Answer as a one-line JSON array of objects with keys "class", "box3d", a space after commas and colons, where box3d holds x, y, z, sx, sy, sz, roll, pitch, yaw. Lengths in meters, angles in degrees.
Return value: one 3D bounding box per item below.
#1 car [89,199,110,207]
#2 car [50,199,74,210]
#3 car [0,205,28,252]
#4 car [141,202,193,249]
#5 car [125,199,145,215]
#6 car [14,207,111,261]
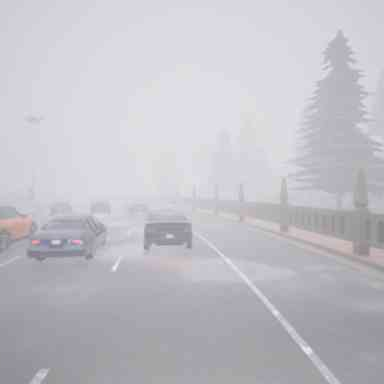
[{"class": "car", "box3d": [-9.338, 1.397, 33.632, 1.882, 1.535, 5.008, 0, 0, -18]}, {"class": "car", "box3d": [-12.543, 1.422, 32.184, 2.128, 1.511, 4.902, 0, 0, -18]}, {"class": "car", "box3d": [-8.121, 1.328, 13.768, 2.097, 1.767, 4.553, 0, 0, -8]}, {"class": "car", "box3d": [-1.132, 1.436, 14.431, 1.882, 1.535, 5.008, 0, 0, -8]}, {"class": "car", "box3d": [-5.494, 1.437, 33.057, 1.812, 1.442, 4.674, 0, 0, -18]}, {"class": "car", "box3d": [-4.320, 1.520, 12.261, 2.033, 1.411, 5.357, 0, 0, -7]}]
